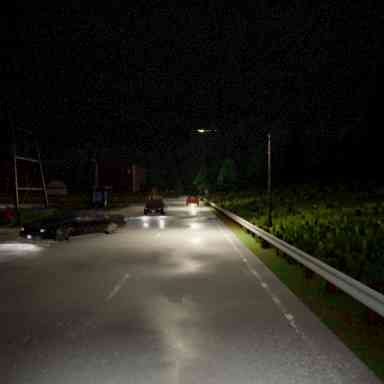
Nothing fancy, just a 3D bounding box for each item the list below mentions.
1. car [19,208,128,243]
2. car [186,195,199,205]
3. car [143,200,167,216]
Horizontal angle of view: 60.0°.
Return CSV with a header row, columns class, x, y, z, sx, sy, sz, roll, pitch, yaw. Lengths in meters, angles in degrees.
class,x,y,z,sx,sy,sz,roll,pitch,yaw
car,-5.572,1.537,16.535,2.033,1.411,5.357,0,0,32
car,0.100,1.315,56.232,2.097,1.767,4.553,0,0,0
car,-3.565,1.504,32.818,1.812,1.442,4.674,0,0,0
